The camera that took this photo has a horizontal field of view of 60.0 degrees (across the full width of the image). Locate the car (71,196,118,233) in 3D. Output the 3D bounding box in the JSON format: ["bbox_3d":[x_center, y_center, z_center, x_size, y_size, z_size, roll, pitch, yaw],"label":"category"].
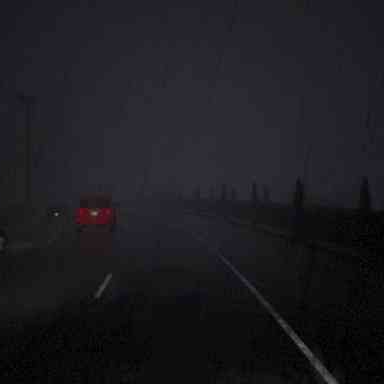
[{"bbox_3d":[-5.802,1.277,20.512,2.150,2.045,5.566,0,0,-12],"label":"car"}]

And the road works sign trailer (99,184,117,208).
[{"bbox_3d":[-12.776,0.594,50.011,2.380,3.560,2.880,0,0,-31],"label":"road works sign trailer"}]

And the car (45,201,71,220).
[{"bbox_3d":[-11.888,1.594,29.680,1.837,1.490,4.892,0,0,-18],"label":"car"}]

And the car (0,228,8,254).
[{"bbox_3d":[-7.756,1.546,10.767,1.837,1.490,4.892,0,0,-7],"label":"car"}]
